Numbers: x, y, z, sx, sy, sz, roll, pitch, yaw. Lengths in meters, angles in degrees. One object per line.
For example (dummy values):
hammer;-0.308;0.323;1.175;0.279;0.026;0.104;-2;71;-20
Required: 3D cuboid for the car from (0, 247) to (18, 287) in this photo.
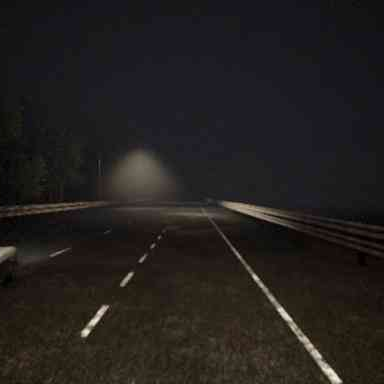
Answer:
car;-5.038;1.680;6.901;1.895;1.301;4.718;0;-1;-17
